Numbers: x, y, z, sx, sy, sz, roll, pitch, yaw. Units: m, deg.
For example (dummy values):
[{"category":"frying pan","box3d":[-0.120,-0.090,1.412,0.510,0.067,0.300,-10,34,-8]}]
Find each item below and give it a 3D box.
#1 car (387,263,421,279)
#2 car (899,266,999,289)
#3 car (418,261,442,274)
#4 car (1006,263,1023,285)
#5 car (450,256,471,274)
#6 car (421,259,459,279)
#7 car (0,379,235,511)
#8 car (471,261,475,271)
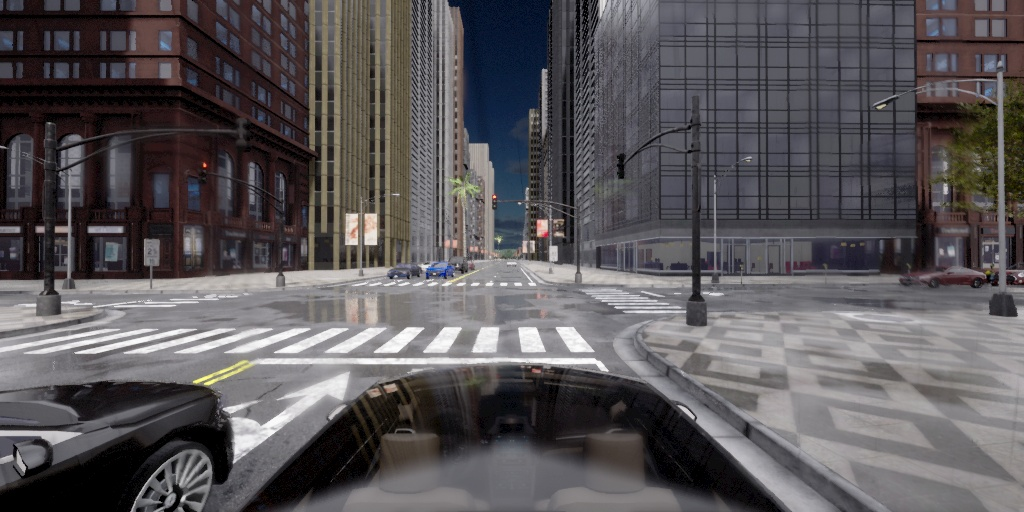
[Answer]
[{"category":"car","box3d":[-9.864,1.361,33.528,2.033,1.411,5.357,0,0,3]},{"category":"car","box3d":[26.434,1.276,22.006,4.207,1.307,1.802,0,0,-1]},{"category":"car","box3d":[-9.914,1.371,43.715,1.812,1.442,4.674,0,0,0]},{"category":"car","box3d":[32.072,1.118,22.102,4.097,1.591,1.967,0,0,-1]},{"category":"car","box3d":[-6.660,1.067,43.666,2.150,2.045,5.566,0,0,0]},{"category":"car","box3d":[-6.644,1.291,33.558,1.882,1.535,5.008,0,0,2]},{"category":"car","box3d":[-3.138,1.241,0.918,2.128,1.511,4.902,0,0,-1]},{"category":"car","box3d":[-6.658,1.411,53.956,1.812,1.442,4.674,0,0,0]}]
